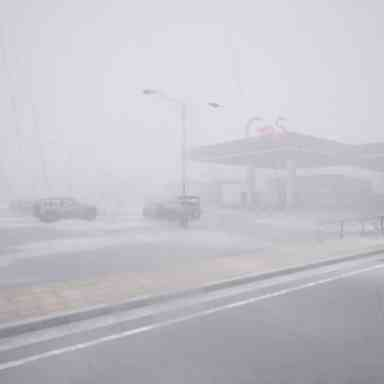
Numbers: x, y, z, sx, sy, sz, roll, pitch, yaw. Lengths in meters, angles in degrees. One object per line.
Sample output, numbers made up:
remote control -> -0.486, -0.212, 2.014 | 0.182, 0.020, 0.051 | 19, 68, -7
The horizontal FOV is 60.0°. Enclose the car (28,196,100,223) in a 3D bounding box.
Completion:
car -> -9.285, 1.284, 24.748 | 4.605, 1.855, 1.932 | 0, 0, -36

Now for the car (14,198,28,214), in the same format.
car -> -15.964, 1.484, 35.286 | 4.514, 1.523, 2.007 | 0, 0, -36

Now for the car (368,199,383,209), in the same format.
car -> 26.977, 1.632, 46.026 | 2.242, 1.667, 4.611 | 0, 0, -36

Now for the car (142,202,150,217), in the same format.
car -> -2.415, 1.541, 29.719 | 3.806, 1.475, 1.970 | 0, 0, -36

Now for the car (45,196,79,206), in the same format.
car -> -22.417, 1.511, 57.531 | 5.027, 1.636, 2.152 | 0, 0, -36

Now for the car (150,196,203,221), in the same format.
car -> -0.975, 1.257, 26.661 | 3.866, 1.878, 1.905 | 0, 0, -36

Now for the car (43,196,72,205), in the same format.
car -> -24.287, 1.520, 60.050 | 4.514, 1.523, 2.007 | 0, 0, -36

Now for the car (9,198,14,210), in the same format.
car -> -21.752, 1.506, 43.432 | 3.633, 1.501, 1.845 | 0, 0, -36
